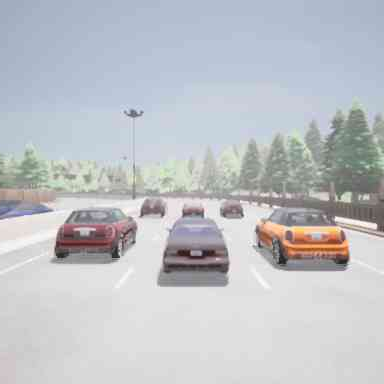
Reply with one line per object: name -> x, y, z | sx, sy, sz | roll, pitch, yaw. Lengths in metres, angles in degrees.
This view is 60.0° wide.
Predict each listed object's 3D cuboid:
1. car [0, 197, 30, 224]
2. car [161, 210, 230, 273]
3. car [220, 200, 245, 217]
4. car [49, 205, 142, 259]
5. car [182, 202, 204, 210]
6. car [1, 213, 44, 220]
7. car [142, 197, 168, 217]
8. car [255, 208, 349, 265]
car -> -14.099, 1.291, 24.514 | 2.097, 1.767, 4.553 | 0, 0, 0
car -> 0.099, 1.521, 10.553 | 2.033, 1.411, 5.357 | 0, 0, 0
car -> 3.598, 1.451, 30.604 | 1.812, 1.442, 4.674 | 0, 0, 0
car -> -3.401, 1.321, 12.669 | 2.097, 1.767, 4.553 | 0, 0, 0
car -> 0.098, 1.528, 29.529 | 1.895, 1.301, 4.718 | 0, 0, 0
car -> -10.600, 1.472, 21.737 | 1.812, 1.442, 4.674 | 0, 0, 0
car -> -3.402, 1.277, 30.371 | 2.097, 1.767, 4.553 | 0, 0, 0
car -> 3.600, 1.323, 11.732 | 2.097, 1.767, 4.553 | 0, 0, 0
